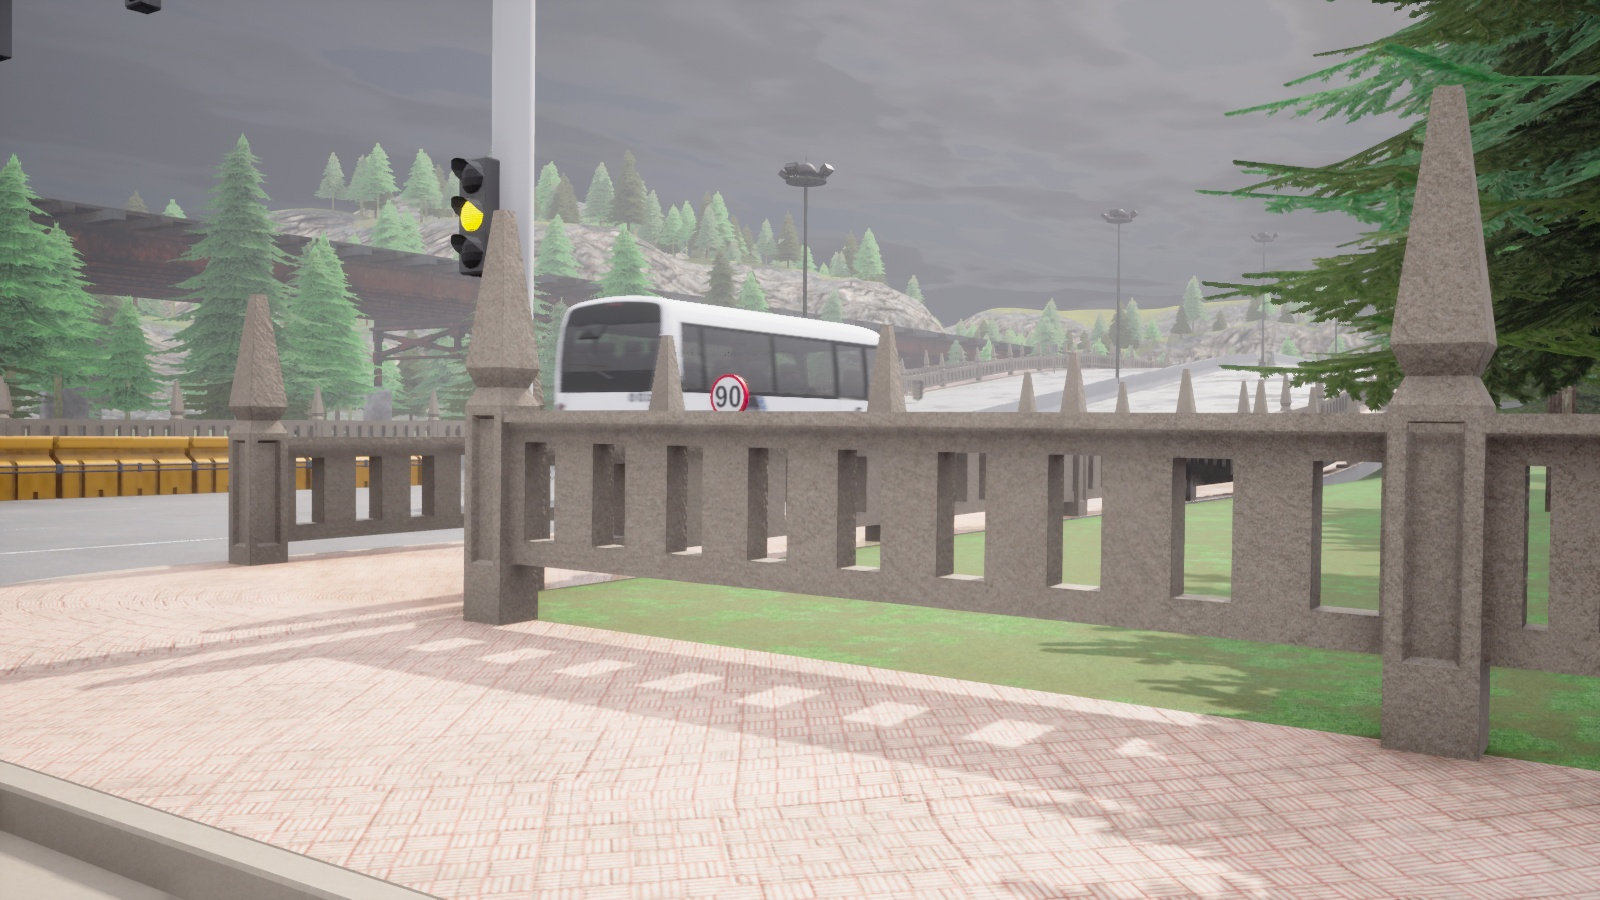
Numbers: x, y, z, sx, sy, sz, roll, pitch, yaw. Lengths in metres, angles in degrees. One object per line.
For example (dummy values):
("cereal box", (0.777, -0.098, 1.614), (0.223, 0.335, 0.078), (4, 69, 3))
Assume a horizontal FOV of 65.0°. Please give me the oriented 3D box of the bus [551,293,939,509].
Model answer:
("bus", (-0.823, -1.049, 30.112), (3.944, 4.253, 10.273), (0, 1, 34))
